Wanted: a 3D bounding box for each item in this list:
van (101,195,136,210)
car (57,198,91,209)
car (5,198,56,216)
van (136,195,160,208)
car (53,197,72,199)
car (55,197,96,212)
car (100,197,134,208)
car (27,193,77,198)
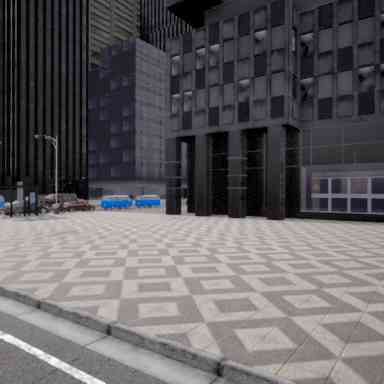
[{"bbox_3d":[-9.309,1.325,41.125,1.690,1.788,3.998,0,0,35],"label":"van"},{"bbox_3d":[-16.253,1.540,46.072,1.802,1.307,4.206,0,0,35],"label":"car"},{"bbox_3d":[-15.900,1.542,31.878,2.008,1.369,4.403,0,0,35],"label":"car"},{"bbox_3d":[-6.014,1.323,45.748,1.690,1.788,3.998,0,0,35],"label":"van"},{"bbox_3d":[-13.786,1.579,39.431,1.895,1.301,4.718,0,0,35],"label":"car"},{"bbox_3d":[-12.605,1.570,36.501,1.802,1.307,4.206,0,0,35],"label":"car"},{"bbox_3d":[-10.952,1.469,48.902,1.837,1.490,4.892,0,0,36],"label":"car"},{"bbox_3d":[-16.646,1.190,40.925,2.150,2.045,5.566,0,0,36],"label":"car"}]
